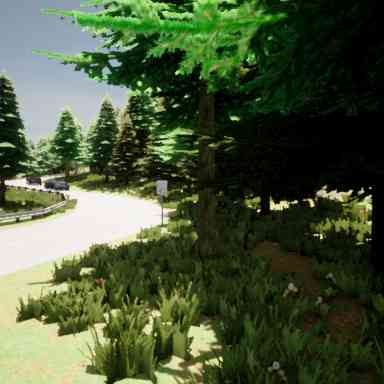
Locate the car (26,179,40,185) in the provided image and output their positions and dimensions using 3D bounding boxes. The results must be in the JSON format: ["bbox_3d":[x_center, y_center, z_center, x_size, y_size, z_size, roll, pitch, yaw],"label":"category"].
[{"bbox_3d":[-25.391,-1.921,53.410,1.837,1.490,4.892,0,5,-33],"label":"car"}]

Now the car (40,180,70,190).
[{"bbox_3d":[-18.772,-0.993,46.136,4.181,1.385,1.994,7,4,40],"label":"car"}]
